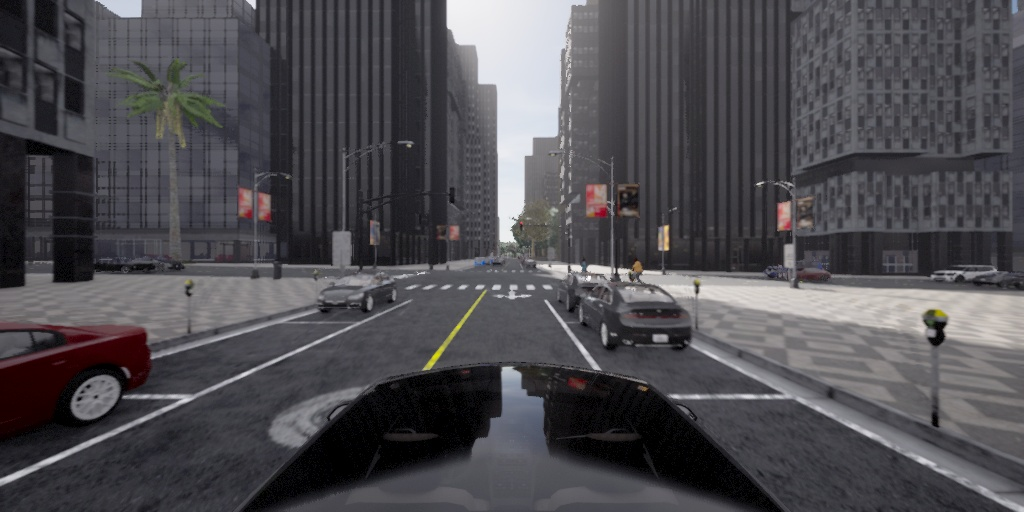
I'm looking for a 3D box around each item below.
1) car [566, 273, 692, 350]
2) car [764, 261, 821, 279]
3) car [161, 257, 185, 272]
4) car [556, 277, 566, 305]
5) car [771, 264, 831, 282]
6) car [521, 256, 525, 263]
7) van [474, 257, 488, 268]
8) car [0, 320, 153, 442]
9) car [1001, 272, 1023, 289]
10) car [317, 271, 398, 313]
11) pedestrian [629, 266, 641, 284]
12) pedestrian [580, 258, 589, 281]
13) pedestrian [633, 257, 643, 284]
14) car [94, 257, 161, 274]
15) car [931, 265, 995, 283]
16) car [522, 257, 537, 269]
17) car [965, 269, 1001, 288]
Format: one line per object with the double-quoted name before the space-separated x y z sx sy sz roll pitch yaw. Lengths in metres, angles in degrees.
"car" 2.762 1.294 8.860 2.007 1.370 4.403 0 0 0
"car" 30.794 1.552 39.164 5.566 2.045 2.150 1 0 0
"car" -32.483 0.738 32.678 4.181 1.385 1.994 1 0 0
"car" 2.761 1.290 13.852 2.007 1.370 4.403 0 0 0
"car" 29.214 1.822 35.925 4.674 1.442 1.812 1 0 0
"car" 2.993 1.235 61.718 1.751 1.417 4.829 0 0 1
"van" -5.533 1.050 61.622 1.690 1.789 3.998 0 0 1
"car" -5.762 1.294 2.965 1.888 1.381 4.507 0 0 0
"car" 44.025 2.062 29.246 4.902 1.511 2.128 1 0 1
"car" -5.765 1.290 13.854 2.007 1.370 4.403 0 0 0
"pedestrian" 7.126 1.290 21.125 0.500 1.100 0.500 0 0 0
"pedestrian" 4.521 0.954 22.326 0.375 1.860 0.375 0 0 0
"pedestrian" 7.528 0.940 21.726 0.375 1.860 0.375 0 0 0
"car" -32.281 0.776 29.424 4.718 1.301 1.895 1 0 0
"car" 49.269 2.010 39.024 5.566 2.045 2.150 1 0 0
"car" 2.943 1.262 56.035 2.007 1.370 4.403 0 0 1
"car" 44.693 2.152 32.486 4.181 1.385 1.994 1 0 1
